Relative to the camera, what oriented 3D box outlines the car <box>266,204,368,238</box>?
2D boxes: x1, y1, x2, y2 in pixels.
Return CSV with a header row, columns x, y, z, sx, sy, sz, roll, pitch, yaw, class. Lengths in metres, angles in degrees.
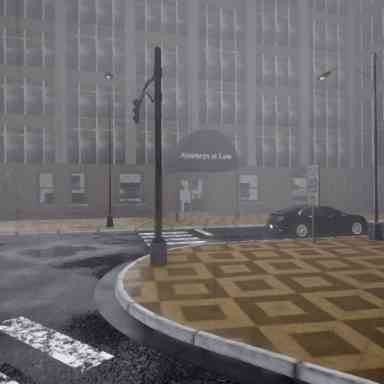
x,y,z,sx,sy,sz,roll,pitch,yaw,class
6.012,1.321,15.951,4.892,1.490,1.837,0,0,-14,car
